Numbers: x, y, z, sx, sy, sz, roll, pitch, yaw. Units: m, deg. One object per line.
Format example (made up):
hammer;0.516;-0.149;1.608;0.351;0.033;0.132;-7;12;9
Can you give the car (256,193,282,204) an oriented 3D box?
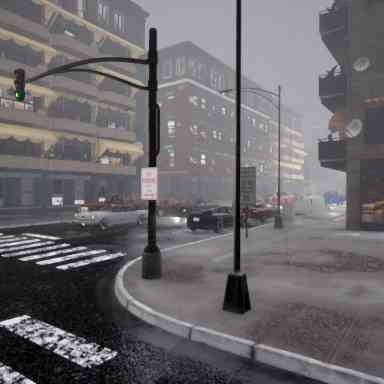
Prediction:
car;10.603;0.880;45.594;1.947;1.339;4.313;2;2;35

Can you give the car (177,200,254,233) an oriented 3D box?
car;1.409;1.348;17.961;1.947;1.339;4.313;2;2;35

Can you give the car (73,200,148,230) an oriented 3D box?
car;-4.549;1.368;19.565;1.895;1.301;4.718;1;1;35

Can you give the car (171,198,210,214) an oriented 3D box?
car;0.545;1.203;26.830;1.994;1.385;4.181;1;1;34

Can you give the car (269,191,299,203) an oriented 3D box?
car;11.502;0.717;42.328;2.097;1.767;4.553;1;1;36

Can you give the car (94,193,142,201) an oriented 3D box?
car;-5.420;1.031;22.808;2.192;1.841;5.009;2;2;35

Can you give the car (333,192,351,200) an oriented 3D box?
car;25.883;0.695;57.272;1.895;1.301;4.718;1;1;35

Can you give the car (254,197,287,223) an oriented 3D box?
car;4.614;1.283;22.517;1.802;1.307;4.206;2;2;35

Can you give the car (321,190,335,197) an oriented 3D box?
car;29.833;0.378;72.931;1.887;1.381;4.507;2;2;35

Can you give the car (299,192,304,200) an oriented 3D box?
car;17.012;0.719;54.707;1.947;1.339;4.313;2;2;35

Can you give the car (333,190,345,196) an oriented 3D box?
car;36.243;0.255;82.044;1.802;1.307;4.206;2;2;35

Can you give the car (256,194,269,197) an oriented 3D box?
car;5.797;1.012;34.267;1.837;1.490;4.892;1;1;35

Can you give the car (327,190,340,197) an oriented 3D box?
car;33.038;0.335;77.488;1.802;1.307;4.206;2;2;35

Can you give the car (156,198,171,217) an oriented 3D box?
car;-2.217;1.180;27.370;1.887;1.381;4.507;2;2;35

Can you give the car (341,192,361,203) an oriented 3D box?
car;23.844;0.763;49.853;1.887;1.381;4.507;2;2;35

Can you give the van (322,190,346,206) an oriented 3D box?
van;17.437;0.721;40.737;1.690;1.788;3.998;2;2;35
